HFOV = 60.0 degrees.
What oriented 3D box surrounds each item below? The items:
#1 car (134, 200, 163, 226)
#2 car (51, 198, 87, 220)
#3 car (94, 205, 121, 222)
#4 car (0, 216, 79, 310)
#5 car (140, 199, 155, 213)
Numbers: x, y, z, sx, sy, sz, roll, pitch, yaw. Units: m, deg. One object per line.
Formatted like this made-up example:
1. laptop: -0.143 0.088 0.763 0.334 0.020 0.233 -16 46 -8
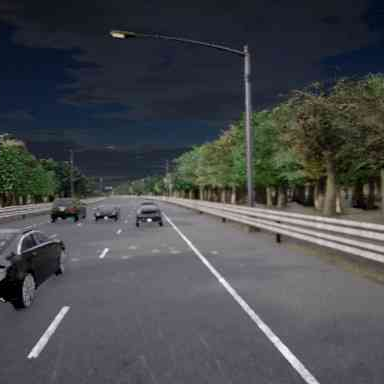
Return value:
1. car: -3.201 1.638 24.729 1.837 1.490 4.892 -1 0 -8
2. car: -11.002 1.562 29.970 2.150 2.045 5.566 -1 0 -8
3. car: -7.410 1.850 29.610 1.895 1.301 4.718 -1 0 -8
4. car: -4.382 1.617 7.961 2.128 1.511 4.902 -1 0 -8
5. car: -5.723 1.742 42.698 1.837 1.490 4.892 -1 0 -8
